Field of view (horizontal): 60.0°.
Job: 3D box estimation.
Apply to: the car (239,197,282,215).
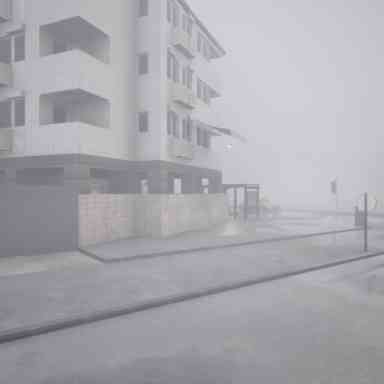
[{"bbox_3d":[7.040,1.352,34.508,2.097,1.767,4.553,0,0,-36],"label":"car"}]
